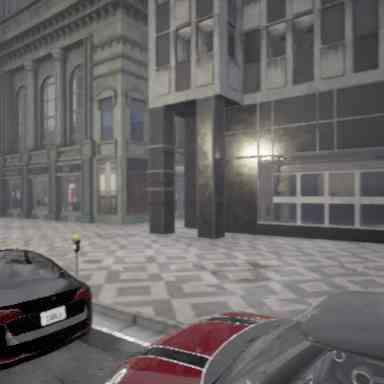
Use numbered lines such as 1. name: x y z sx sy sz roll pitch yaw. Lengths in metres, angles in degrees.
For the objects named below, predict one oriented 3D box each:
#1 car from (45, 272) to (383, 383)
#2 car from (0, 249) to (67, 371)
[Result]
1. car: 1.151 1.442 2.139 4.097 1.590 1.967 -1 0 35
2. car: -3.439 1.615 5.409 4.313 1.339 1.947 -1 0 35
